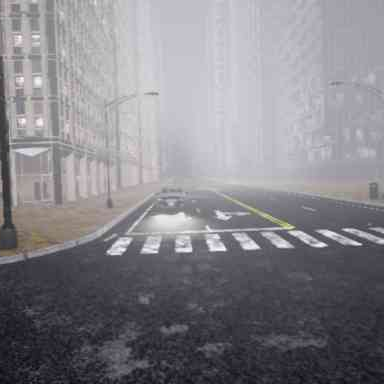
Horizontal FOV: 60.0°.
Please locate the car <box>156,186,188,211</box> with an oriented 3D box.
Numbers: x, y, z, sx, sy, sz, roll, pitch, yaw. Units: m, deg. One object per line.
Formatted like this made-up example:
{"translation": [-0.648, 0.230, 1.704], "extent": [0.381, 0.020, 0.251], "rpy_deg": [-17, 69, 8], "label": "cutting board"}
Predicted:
{"translation": [-1.351, 0.342, 22.712], "extent": [2.128, 1.511, 4.902], "rpy_deg": [-2, 3, -2], "label": "car"}
